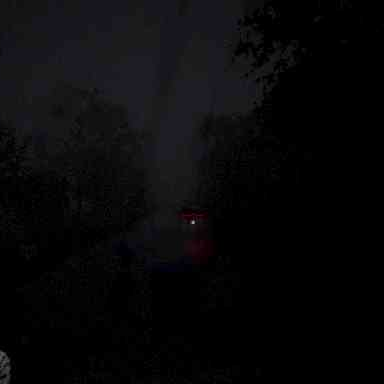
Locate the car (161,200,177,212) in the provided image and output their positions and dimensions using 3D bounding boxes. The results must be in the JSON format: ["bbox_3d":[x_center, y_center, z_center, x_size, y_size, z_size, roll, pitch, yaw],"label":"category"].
[{"bbox_3d":[-2.992,1.858,44.007,1.882,1.535,5.008,0,-1,0],"label":"car"}]

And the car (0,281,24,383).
[{"bbox_3d":[-2.856,1.493,1.892,2.128,1.511,4.902,0,0,0],"label":"car"}]

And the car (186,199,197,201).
[{"bbox_3d":[-0.031,1.646,40.198,2.097,1.767,4.553,-1,-1,0],"label":"car"}]

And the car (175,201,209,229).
[{"bbox_3d":[0.058,1.581,22.214,1.837,1.490,4.892,0,-1,0],"label":"car"}]
